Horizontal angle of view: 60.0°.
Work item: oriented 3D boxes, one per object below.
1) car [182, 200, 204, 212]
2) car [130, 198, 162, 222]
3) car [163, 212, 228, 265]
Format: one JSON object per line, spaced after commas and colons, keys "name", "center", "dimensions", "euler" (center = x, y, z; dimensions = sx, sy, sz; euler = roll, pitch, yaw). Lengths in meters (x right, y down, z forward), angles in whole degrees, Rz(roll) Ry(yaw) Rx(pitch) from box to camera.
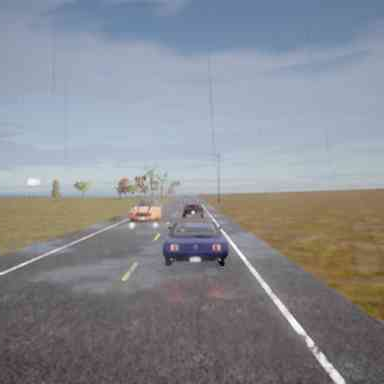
{"name": "car", "center": [0.106, 1.518, 31.706], "dimensions": [1.837, 1.490, 4.892], "euler": [0, 0, 0]}
{"name": "car", "center": [-3.585, 1.363, 26.597], "dimensions": [2.097, 1.767, 4.553], "euler": [0, 0, 0]}
{"name": "car", "center": [0.102, 1.606, 11.616], "dimensions": [1.895, 1.301, 4.718], "euler": [0, 0, 0]}
